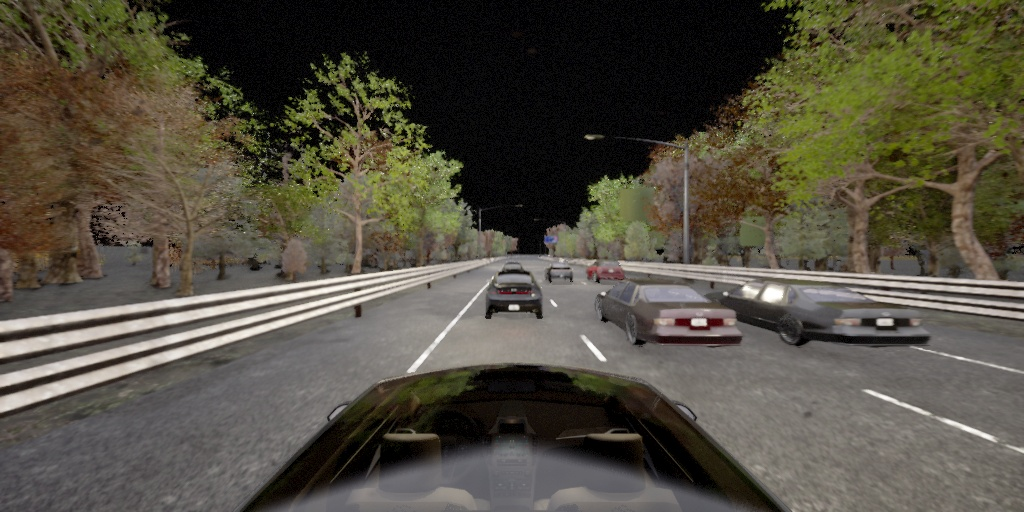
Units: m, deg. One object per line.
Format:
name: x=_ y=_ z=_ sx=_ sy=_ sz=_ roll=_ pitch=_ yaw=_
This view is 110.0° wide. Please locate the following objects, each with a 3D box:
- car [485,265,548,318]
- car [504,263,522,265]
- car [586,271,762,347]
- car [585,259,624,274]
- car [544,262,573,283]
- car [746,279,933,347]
car: x=0.074 y=1.249 z=12.943 sx=1.837 sy=1.490 sz=4.892 roll=0 pitch=0 yaw=0
car: x=0.076 y=1.237 z=28.051 sx=1.837 sy=1.490 sz=4.892 roll=0 pitch=1 yaw=0
car: x=3.547 y=1.293 z=9.278 sx=2.033 sy=1.411 sz=5.357 roll=0 pitch=0 yaw=1
car: x=7.073 y=1.082 z=27.677 sx=2.097 sy=1.767 sz=4.553 roll=0 pitch=0 yaw=0
car: x=3.576 y=1.223 z=27.977 sx=2.128 sy=1.511 sz=4.902 roll=0 pitch=0 yaw=0
car: x=7.047 y=1.293 z=9.269 sx=2.033 sy=1.411 sz=5.357 roll=0 pitch=0 yaw=1
